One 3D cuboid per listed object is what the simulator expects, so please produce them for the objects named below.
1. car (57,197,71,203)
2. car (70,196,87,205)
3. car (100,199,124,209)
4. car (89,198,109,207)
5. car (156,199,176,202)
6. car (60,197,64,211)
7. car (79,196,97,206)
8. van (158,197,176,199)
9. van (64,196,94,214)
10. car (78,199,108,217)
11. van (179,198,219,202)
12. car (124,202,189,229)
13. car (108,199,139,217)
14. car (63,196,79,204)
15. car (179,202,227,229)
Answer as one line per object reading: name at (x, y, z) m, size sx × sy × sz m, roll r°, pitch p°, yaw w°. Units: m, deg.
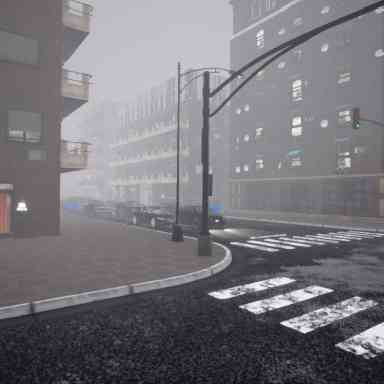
car at (-27.795, 1.727, 72.086) m, size 1.887 × 1.381 × 4.507 m, roll 1°, pitch -1°, yaw -35°
car at (-21.427, 1.606, 62.887) m, size 1.967 × 1.590 × 4.097 m, roll 1°, pitch -1°, yaw -35°
car at (-11.878, 1.683, 49.085) m, size 1.887 × 1.381 × 4.507 m, roll 1°, pitch -1°, yaw -35°
car at (-15.062, 1.730, 53.685) m, size 1.802 × 1.307 × 4.206 m, roll 1°, pitch -1°, yaw -35°
car at (-2.228, 1.617, 30.630) m, size 2.033 × 1.411 × 5.357 m, roll 1°, pitch -1°, yaw -35°
car at (-15.174, 1.581, 40.001) m, size 2.008 × 1.369 × 4.403 m, roll 1°, pitch -1°, yaw -35°
car at (-18.244, 1.597, 58.286) m, size 1.967 × 1.590 × 4.097 m, roll 1°, pitch -1°, yaw -35°
van at (-2.326, 1.450, 35.286) m, size 1.690 × 1.788 × 3.998 m, roll 1°, pitch -1°, yaw -35°
van at (-11.989, 1.361, 35.403) m, size 1.690 × 1.788 × 3.998 m, roll 1°, pitch -1°, yaw -35°
car at (-8.808, 1.592, 30.801) m, size 1.802 × 1.307 × 4.206 m, roll 1°, pitch -1°, yaw -35°
van at (0.857, 1.439, 30.686) m, size 1.690 × 1.788 × 3.998 m, roll 1°, pitch -1°, yaw -35°
car at (-2.440, 1.540, 21.600) m, size 2.008 × 1.369 × 4.403 m, roll 1°, pitch -1°, yaw -35°
car at (-5.517, 1.528, 30.381) m, size 2.128 × 1.511 × 4.902 m, roll 1°, pitch -1°, yaw -35°
car at (-24.611, 1.614, 67.487) m, size 1.967 × 1.590 × 4.097 m, roll 1°, pitch -1°, yaw -35°
car at (0.388, 1.581, 21.845) m, size 1.994 × 1.385 × 4.181 m, roll 1°, pitch -1°, yaw -35°
